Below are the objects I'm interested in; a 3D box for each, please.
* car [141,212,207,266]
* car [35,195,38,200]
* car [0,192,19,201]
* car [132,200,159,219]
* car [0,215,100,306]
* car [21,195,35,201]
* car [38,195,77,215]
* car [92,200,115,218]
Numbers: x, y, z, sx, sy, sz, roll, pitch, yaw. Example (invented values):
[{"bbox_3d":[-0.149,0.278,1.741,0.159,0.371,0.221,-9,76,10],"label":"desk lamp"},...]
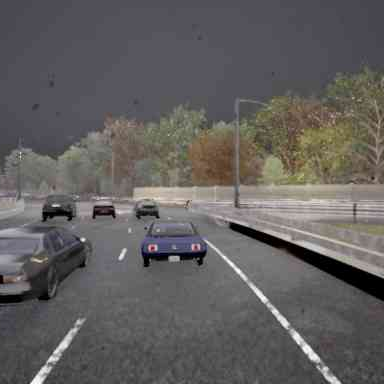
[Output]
[{"bbox_3d":[-0.728,1.588,11.570,1.895,1.301,4.718,0,0,-6],"label":"car"},{"bbox_3d":[-39.523,1.433,85.275,4.181,1.385,1.994,0,0,39],"label":"car"},{"bbox_3d":[-44.103,1.132,79.979,5.566,2.045,2.150,0,0,39],"label":"car"},{"bbox_3d":[-4.088,1.480,29.126,1.837,1.490,4.892,0,0,-16],"label":"car"},{"bbox_3d":[-3.900,1.551,8.208,2.033,1.411,5.357,0,0,-4],"label":"car"},{"bbox_3d":[-41.801,1.419,82.618,4.902,1.511,2.128,0,0,39],"label":"car"},{"bbox_3d":[-10.727,1.223,27.101,2.150,2.045,5.566,0,0,-15],"label":"car"},{"bbox_3d":[-8.017,1.465,30.184,1.882,1.535,5.008,0,0,-16],"label":"car"}]
